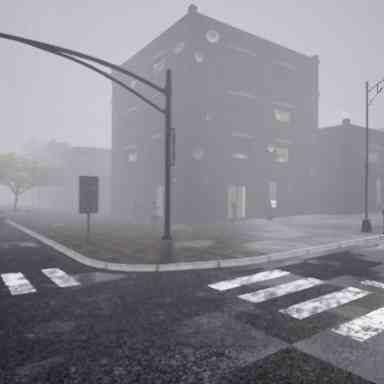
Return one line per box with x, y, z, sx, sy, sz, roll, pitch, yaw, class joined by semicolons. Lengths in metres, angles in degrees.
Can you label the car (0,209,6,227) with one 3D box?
-15.142;1.740;24.786;1.967;1.590;4.097;0;-1;-35;car
